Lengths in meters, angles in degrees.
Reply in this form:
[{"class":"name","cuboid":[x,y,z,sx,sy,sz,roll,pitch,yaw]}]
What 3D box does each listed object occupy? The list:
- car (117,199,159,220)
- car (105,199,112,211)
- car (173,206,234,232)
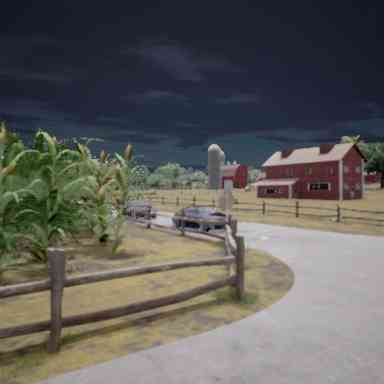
[{"class":"car","cuboid":[-4.507,1.367,27.084,1.837,1.490,4.892,-1,1,-35]},{"class":"car","cuboid":[-9.963,1.238,34.780,2.128,1.511,4.902,-1,1,-35]},{"class":"car","cuboid":[0.648,1.542,19.824,1.994,1.385,4.181,-1,2,-38]}]
